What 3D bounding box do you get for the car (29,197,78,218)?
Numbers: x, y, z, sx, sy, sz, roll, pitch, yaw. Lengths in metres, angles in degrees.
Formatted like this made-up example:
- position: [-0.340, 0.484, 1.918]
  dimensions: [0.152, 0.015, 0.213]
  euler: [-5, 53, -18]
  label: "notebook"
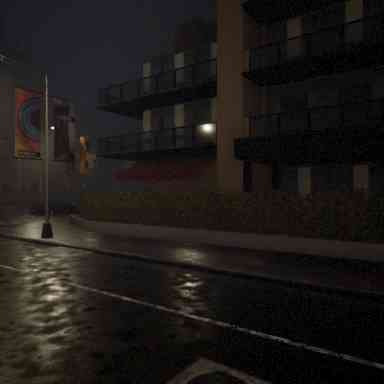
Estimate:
- position: [-12.272, 1.477, 30.608]
  dimensions: [1.882, 1.535, 5.008]
  euler: [0, 0, 35]
  label: "car"
